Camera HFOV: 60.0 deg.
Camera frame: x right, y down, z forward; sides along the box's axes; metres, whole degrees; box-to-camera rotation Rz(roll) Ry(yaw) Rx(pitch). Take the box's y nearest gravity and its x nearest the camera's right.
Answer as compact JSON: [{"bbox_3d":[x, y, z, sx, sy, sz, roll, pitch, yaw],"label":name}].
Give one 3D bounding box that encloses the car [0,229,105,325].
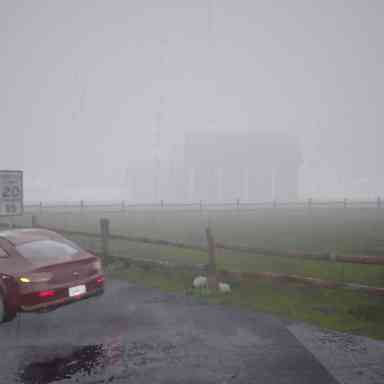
[{"bbox_3d":[-3.753,1.526,7.111,4.674,1.442,1.812,0,1,39],"label":"car"}]
